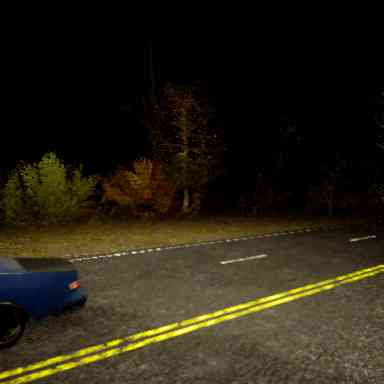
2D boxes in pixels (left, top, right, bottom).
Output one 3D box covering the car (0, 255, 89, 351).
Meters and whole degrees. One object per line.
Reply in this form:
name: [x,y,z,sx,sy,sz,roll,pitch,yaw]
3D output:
car: [-4.288,1.556,4.604,5.357,1.411,2.033,-1,0,-35]
